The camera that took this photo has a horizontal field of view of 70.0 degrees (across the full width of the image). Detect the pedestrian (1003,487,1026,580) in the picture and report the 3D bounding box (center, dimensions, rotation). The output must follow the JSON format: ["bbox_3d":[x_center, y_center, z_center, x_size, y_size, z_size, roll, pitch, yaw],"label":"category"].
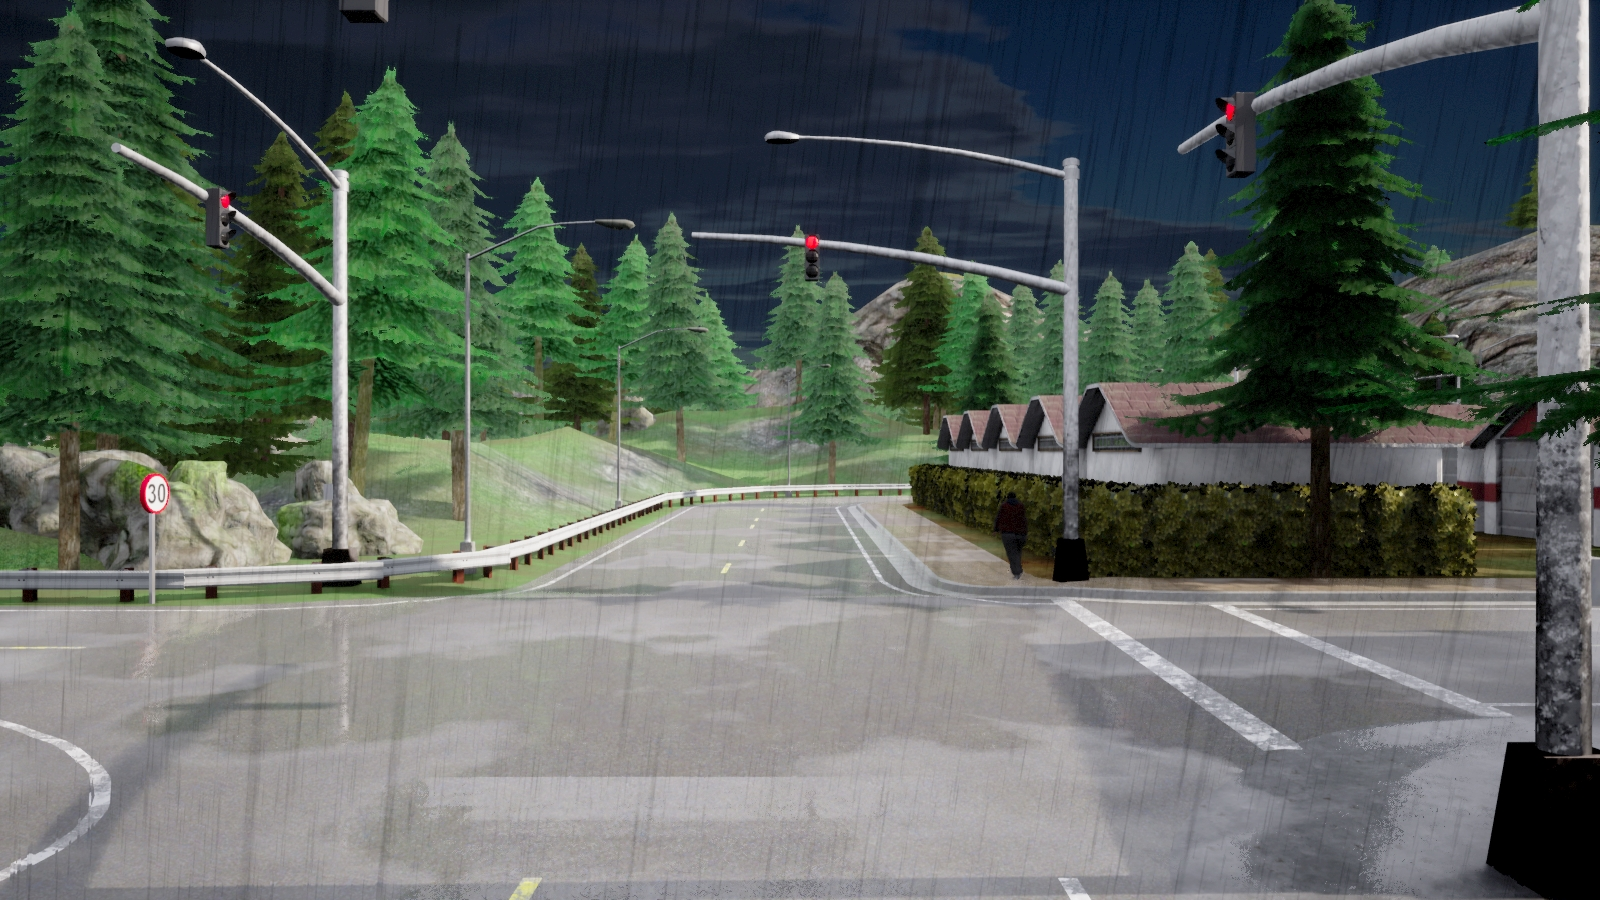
[{"bbox_3d":[4.343,1.689,23.156,0.375,1.860,0.375,0,0,-2],"label":"pedestrian"}]
